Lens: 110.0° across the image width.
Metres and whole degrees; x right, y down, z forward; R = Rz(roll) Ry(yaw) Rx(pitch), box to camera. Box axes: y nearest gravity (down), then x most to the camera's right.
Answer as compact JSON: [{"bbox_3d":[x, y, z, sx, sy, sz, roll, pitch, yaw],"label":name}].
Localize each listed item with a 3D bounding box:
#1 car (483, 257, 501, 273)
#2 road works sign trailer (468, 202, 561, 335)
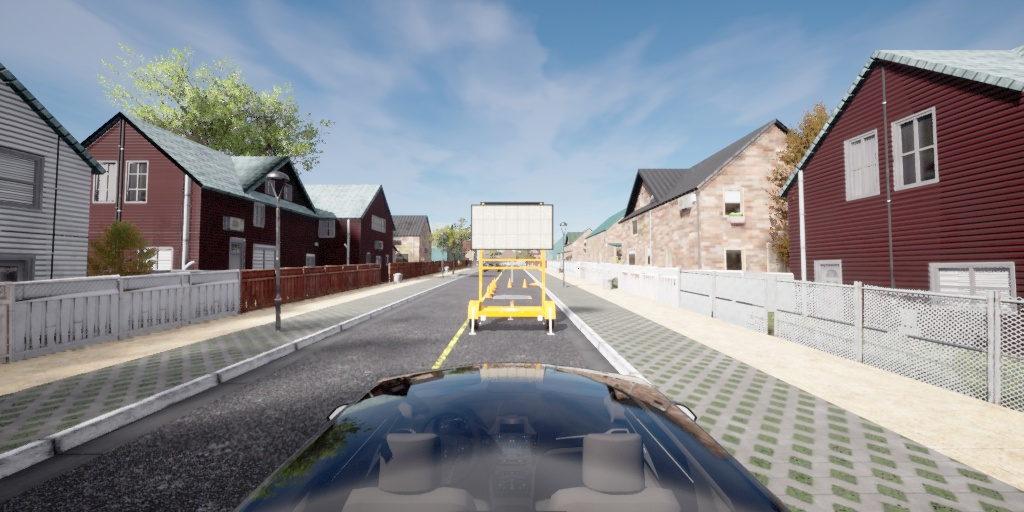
[{"bbox_3d":[-2.707,1.176,48.450,2.150,2.045,5.566,0,0,0],"label":"car"},{"bbox_3d":[0.005,0.227,10.558,2.380,3.560,2.880,0,0,1],"label":"road works sign trailer"}]
